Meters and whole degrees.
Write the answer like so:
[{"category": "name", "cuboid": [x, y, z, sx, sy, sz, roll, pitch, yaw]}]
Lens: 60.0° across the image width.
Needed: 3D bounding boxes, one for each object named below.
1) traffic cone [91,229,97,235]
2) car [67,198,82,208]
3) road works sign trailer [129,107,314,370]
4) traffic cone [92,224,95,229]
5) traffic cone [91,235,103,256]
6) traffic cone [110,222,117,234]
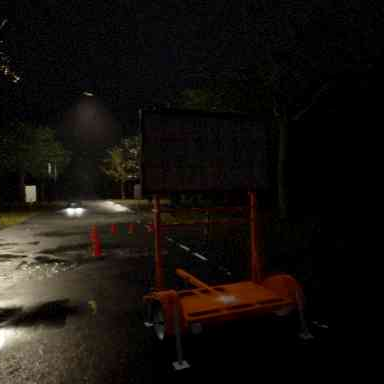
[{"category": "traffic cone", "cuboid": [-3.936, 1.934, 13.631, 0.340, 0.580, 0.340, -1, 0, -18]}, {"category": "car", "cuboid": [-17.072, 1.559, 48.317, 2.128, 1.511, 4.902, -1, 0, -18]}, {"category": "road works sign trailer", "cuboid": [0.229, 0.412, 5.854, 2.380, 3.560, 2.880, -1, 0, -23]}, {"category": "traffic cone", "cuboid": [-4.542, 1.935, 15.537, 0.340, 0.580, 0.340, -1, 0, -18]}, {"category": "traffic cone", "cuboid": [-3.331, 1.934, 11.725, 0.340, 0.580, 0.340, -1, 0, -18]}, {"category": "traffic cone", "cuboid": [-4.194, 1.915, 17.746, 0.340, 0.580, 0.340, -1, 0, -18]}]
